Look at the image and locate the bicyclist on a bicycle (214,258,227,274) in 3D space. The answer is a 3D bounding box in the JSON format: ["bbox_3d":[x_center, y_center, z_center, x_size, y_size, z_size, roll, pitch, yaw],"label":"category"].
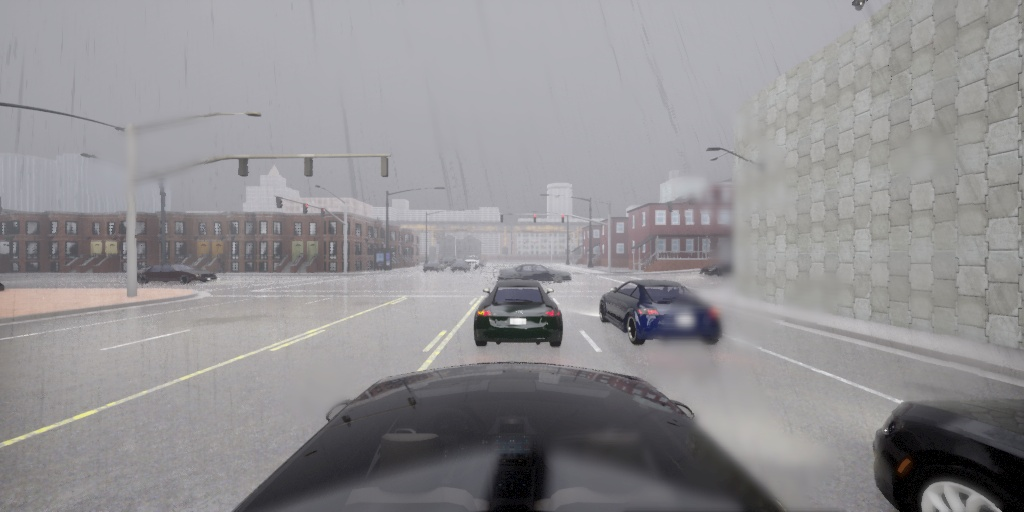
[{"bbox_3d":[-30.389,1.053,37.354,0.582,1.620,1.656,0,0,1],"label":"bicyclist on a bicycle"}]

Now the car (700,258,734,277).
[{"bbox_3d":[18.535,0.854,29.630,5.357,1.411,2.033,-5,0,1],"label":"car"}]

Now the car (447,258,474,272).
[{"bbox_3d":[-6.551,1.297,46.202,2.033,1.411,5.357,0,0,1],"label":"car"}]

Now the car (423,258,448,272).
[{"bbox_3d":[-10.047,1.297,46.475,2.033,1.411,5.357,0,0,1],"label":"car"}]

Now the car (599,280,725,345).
[{"bbox_3d":[3.668,1.314,9.536,1.994,1.385,4.181,0,0,1],"label":"car"}]

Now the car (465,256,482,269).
[{"bbox_3d":[-6.423,0.971,56.588,2.150,2.045,5.566,0,0,1],"label":"car"}]

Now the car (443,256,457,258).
[{"bbox_3d":[-9.920,0.971,56.699,2.150,2.045,5.566,0,0,1],"label":"car"}]

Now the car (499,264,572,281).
[{"bbox_3d":[1.604,1.297,26.083,5.357,1.411,2.033,0,0,1],"label":"car"}]

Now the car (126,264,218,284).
[{"bbox_3d":[-24.887,1.296,26.319,5.357,1.411,2.033,0,0,0],"label":"car"}]

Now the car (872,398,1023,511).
[{"bbox_3d":[3.584,1.255,0.624,1.837,1.490,4.892,0,0,1],"label":"car"}]

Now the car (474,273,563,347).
[{"bbox_3d":[0.164,1.314,9.377,1.994,1.385,4.181,0,0,1],"label":"car"}]
